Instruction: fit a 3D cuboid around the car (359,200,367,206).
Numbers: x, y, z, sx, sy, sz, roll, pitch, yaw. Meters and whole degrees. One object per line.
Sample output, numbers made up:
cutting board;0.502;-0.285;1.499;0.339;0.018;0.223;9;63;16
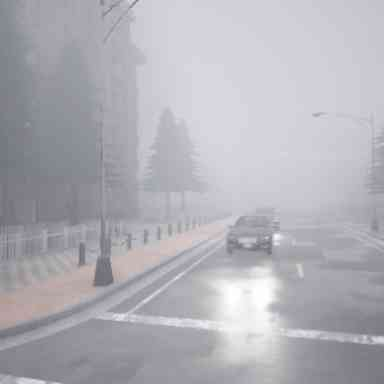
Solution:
car;43.748;2.726;84.458;2.152;1.636;5.027;-1;-1;16

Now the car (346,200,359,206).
car;40.720;2.794;85.274;2.007;1.523;4.514;-1;-1;16

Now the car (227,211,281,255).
car;2.770;1.824;15.070;2.128;1.511;4.902;-1;-1;16

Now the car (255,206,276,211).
car;5.428;1.870;24.613;2.097;1.767;4.553;-1;-1;15

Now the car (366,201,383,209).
car;33.523;2.344;60.259;1.845;1.501;3.633;-1;-1;16
